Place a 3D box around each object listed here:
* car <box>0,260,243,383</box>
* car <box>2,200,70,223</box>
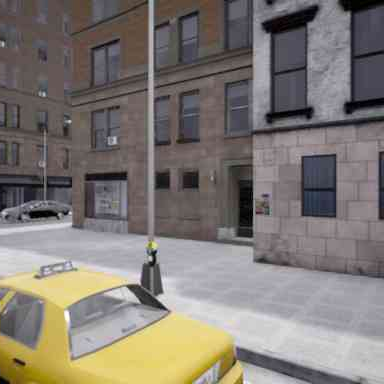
[{"bbox_3d":[-1.805,1.524,4.040,4.829,1.417,1.752,0,0,34],"label":"car"},{"bbox_3d":[-11.617,1.395,25.003,2.128,1.511,4.902,0,0,33],"label":"car"}]
